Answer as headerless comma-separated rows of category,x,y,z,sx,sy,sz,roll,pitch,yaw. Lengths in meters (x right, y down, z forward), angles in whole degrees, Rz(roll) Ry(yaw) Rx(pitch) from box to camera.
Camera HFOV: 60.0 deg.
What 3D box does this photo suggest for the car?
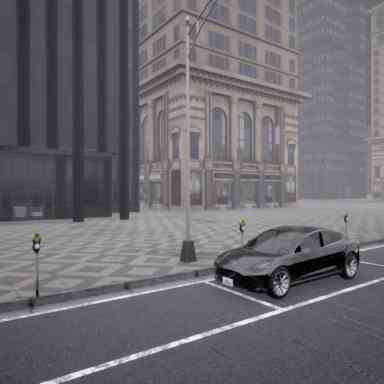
car,2.546,1.565,8.452,4.313,1.339,1.947,0,0,-35
